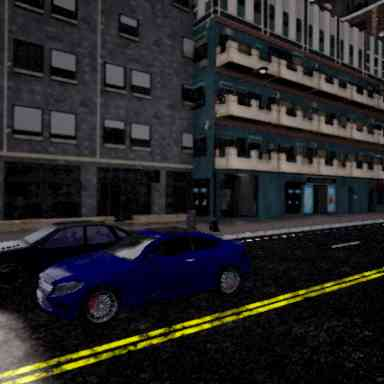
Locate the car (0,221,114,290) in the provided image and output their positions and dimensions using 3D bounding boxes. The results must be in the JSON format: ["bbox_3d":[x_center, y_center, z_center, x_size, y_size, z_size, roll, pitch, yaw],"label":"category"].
[{"bbox_3d":[-3.341,1.548,9.287,5.357,1.411,2.033,0,0,-35],"label":"car"}]

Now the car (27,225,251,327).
[{"bbox_3d":[-0.756,1.526,7.139,4.674,1.442,1.812,0,0,-35],"label":"car"}]
